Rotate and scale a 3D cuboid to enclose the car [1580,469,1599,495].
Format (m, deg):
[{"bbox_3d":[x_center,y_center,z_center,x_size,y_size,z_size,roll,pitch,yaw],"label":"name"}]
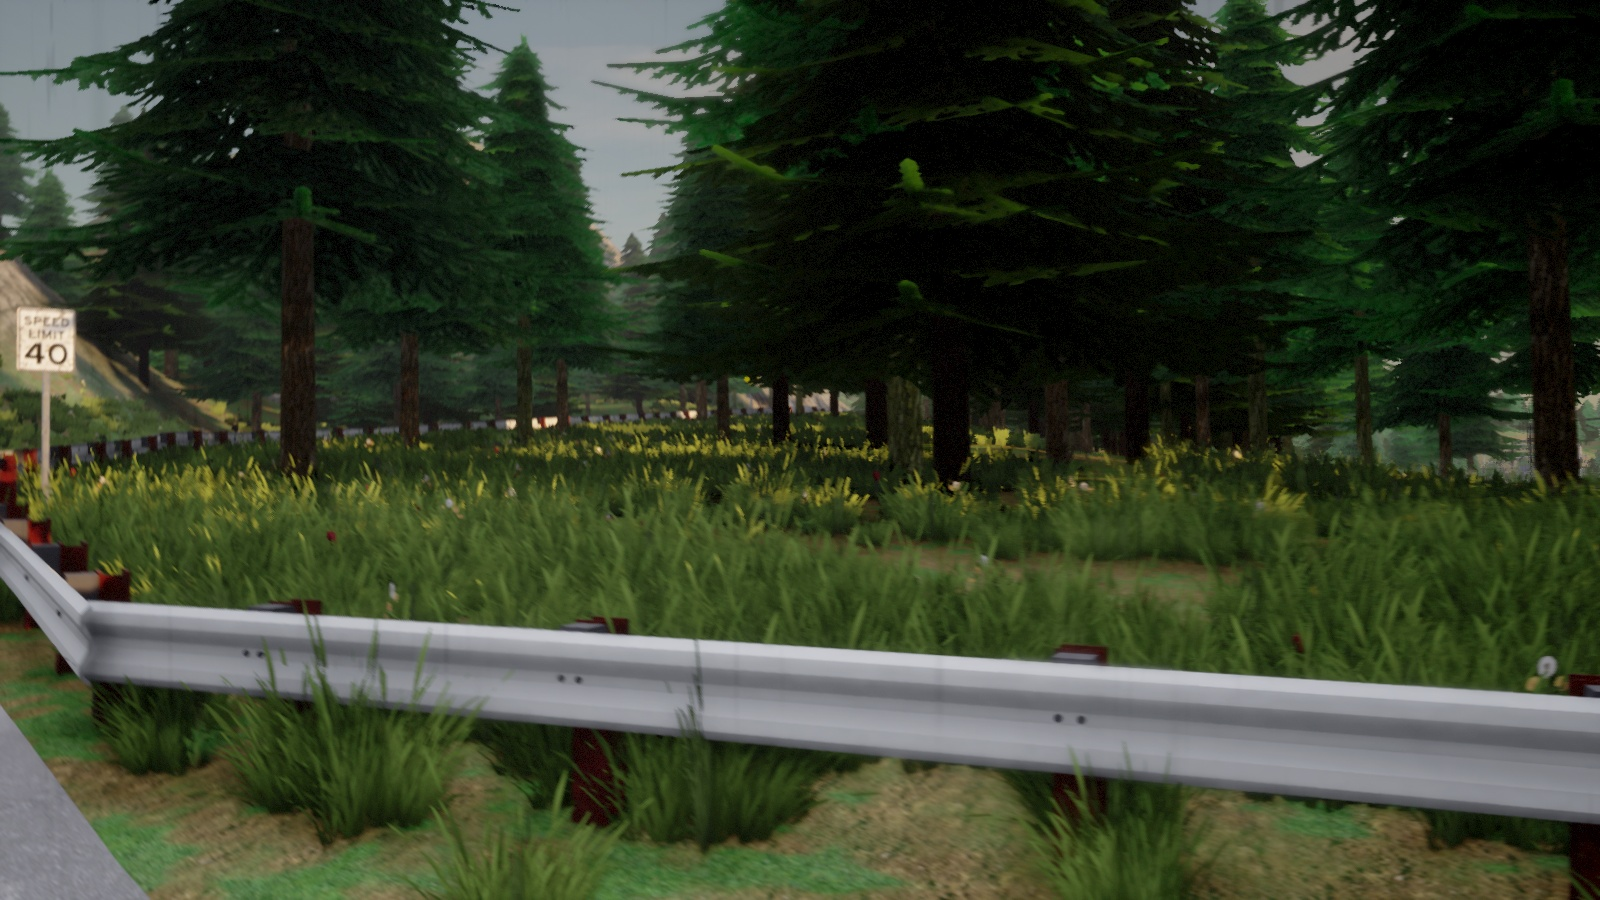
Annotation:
[{"bbox_3d":[47.923,1.866,74.760,2.128,1.511,4.902,-4,-3,28],"label":"car"}]
